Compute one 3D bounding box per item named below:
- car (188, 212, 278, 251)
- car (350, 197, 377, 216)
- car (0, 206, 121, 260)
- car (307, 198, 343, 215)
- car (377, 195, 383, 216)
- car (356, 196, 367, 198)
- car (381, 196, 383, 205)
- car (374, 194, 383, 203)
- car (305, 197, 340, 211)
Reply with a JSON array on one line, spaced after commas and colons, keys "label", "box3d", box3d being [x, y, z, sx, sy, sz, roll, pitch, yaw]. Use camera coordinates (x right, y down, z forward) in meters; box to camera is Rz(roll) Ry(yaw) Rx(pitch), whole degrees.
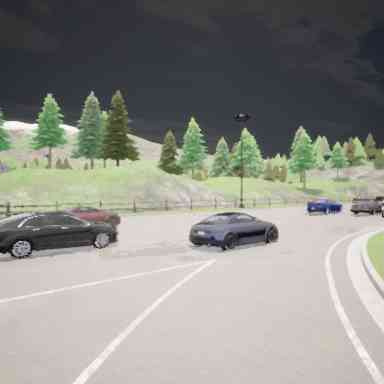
[{"label": "car", "box3d": [1.847, 1.555, 14.167, 4.181, 1.385, 1.994, 0, 0, -42]}, {"label": "car", "box3d": [17.567, 1.525, 32.867, 5.357, 1.411, 2.033, 0, 0, -42]}, {"label": "car", "box3d": [-5.181, 1.497, 12.589, 4.892, 1.490, 1.837, 0, 0, -42]}, {"label": "car", "box3d": [13.666, 1.455, 34.079, 5.008, 1.535, 1.882, 1, 0, -42]}, {"label": "car", "box3d": [18.532, 1.202, 29.038, 5.566, 2.045, 2.150, 0, 0, -42]}, {"label": "car", "box3d": [29.774, 1.438, 57.948, 5.008, 1.535, 1.882, 0, 0, -42]}, {"label": "car", "box3d": [34.301, 1.486, 57.160, 4.674, 1.442, 1.812, 0, 0, -42]}, {"label": "car", "box3d": [37.553, 1.266, 64.881, 5.008, 1.535, 1.882, 0, 0, -42]}, {"label": "car", "box3d": [16.106, 1.450, 40.942, 5.008, 1.535, 1.882, 0, 0, -42]}]
